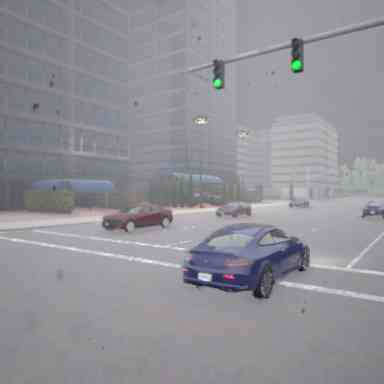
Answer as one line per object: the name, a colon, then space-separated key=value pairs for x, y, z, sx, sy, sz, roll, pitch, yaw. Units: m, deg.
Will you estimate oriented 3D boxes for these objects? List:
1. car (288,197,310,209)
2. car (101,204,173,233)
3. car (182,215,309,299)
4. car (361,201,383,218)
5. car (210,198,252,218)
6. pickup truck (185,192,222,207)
car: x=14.782 y=1.518 z=45.716 sx=1.837 sy=1.490 sz=4.892 roll=0 pitch=0 yaw=36
car: x=-3.217 y=1.488 z=20.205 sx=1.882 sy=1.535 sz=5.008 roll=0 pitch=0 yaw=35
car: x=1.565 y=1.530 z=8.525 sx=1.812 sy=1.442 sz=4.674 roll=0 pitch=0 yaw=35
car: x=16.488 y=1.532 z=29.805 sx=1.812 sy=1.442 sz=4.674 roll=0 pitch=0 yaw=35
car: x=3.890 y=1.537 z=30.287 sx=1.812 sy=1.442 sz=4.674 roll=0 pitch=0 yaw=34
pickup truck: x=1.537 y=1.080 z=49.607 sx=6.274 sy=2.098 sz=2.390 roll=0 pitch=0 yaw=-24
